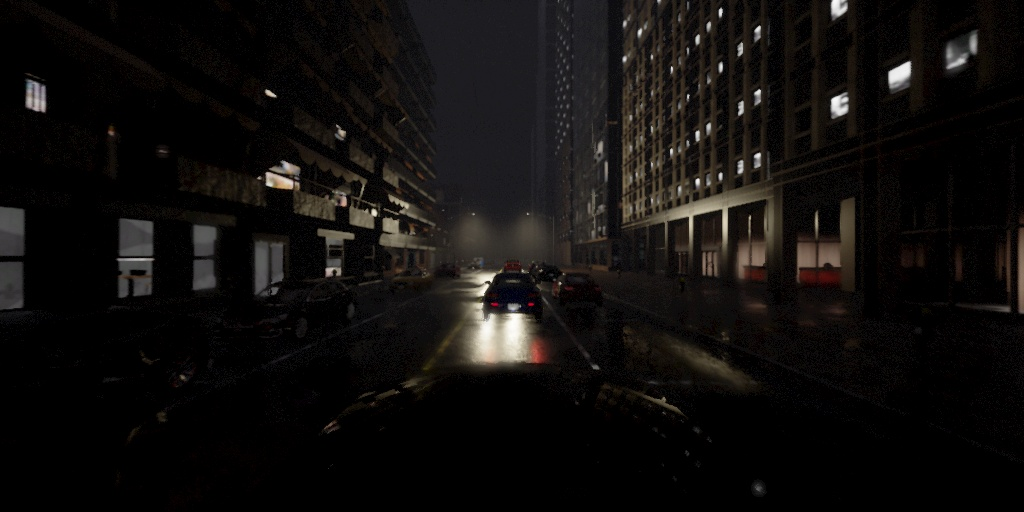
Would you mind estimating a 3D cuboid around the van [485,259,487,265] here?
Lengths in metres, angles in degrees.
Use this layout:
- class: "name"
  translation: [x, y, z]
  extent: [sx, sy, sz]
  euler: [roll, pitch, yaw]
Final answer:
- class: "van"
  translation: [-5.701, 1.149, 60.479]
  extent: [1.690, 1.789, 3.998]
  euler: [0, 0, 0]

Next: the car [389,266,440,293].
- class: "car"
  translation: [-5.695, 1.289, 20.769]
  extent: [1.751, 1.417, 4.829]
  euler: [0, 0, 0]

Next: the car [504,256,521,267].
- class: "car"
  translation: [0.092, 1.142, 44.711]
  extent: [2.097, 1.767, 4.553]
  euler: [0, 0, 0]

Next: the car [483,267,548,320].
- class: "car"
  translation: [0.019, 1.282, 12.488]
  extent: [1.812, 1.442, 4.674]
  euler: [0, 0, 0]

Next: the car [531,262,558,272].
- class: "car"
  translation: [2.685, 1.335, 26.588]
  extent: [1.948, 1.339, 4.313]
  euler: [0, 0, 0]

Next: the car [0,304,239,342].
- class: "car"
  translation: [-5.692, 1.317, 3.994]
  extent: [1.948, 1.339, 4.313]
  euler: [0, 0, 0]

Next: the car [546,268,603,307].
- class: "car"
  translation: [2.686, 1.341, 15.292]
  extent: [1.802, 1.307, 4.207]
  euler: [0, 0, 0]

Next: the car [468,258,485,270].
- class: "car"
  translation: [-5.701, 1.367, 54.830]
  extent: [1.948, 1.339, 4.313]
  euler: [0, 0, 0]

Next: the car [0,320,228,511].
- class: "car"
  translation: [-3.101, 1.254, 0.287]
  extent: [1.837, 1.490, 4.892]
  euler: [0, 0, 0]

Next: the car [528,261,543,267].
- class: "car"
  translation: [2.683, 1.357, 32.238]
  extent: [1.802, 1.307, 4.207]
  euler: [0, 0, 0]

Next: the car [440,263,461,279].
- class: "car"
  translation: [-5.696, 1.320, 32.236]
  extent: [1.888, 1.381, 4.507]
  euler: [0, 0, 0]

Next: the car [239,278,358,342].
- class: "car"
  translation: [-5.692, 1.305, 9.642]
  extent: [2.007, 1.370, 4.403]
  euler: [0, 0, 0]
